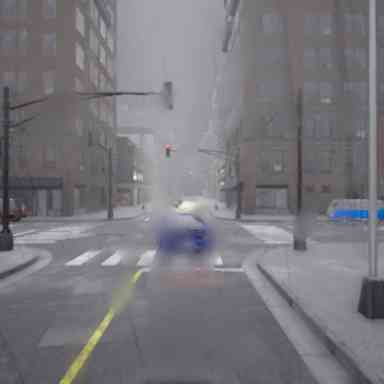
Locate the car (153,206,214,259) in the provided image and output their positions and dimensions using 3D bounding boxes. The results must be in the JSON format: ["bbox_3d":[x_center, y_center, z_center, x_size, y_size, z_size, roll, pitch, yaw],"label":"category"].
[{"bbox_3d":[-0.460,1.528,12.913,1.882,1.535,5.008,0,0,-8],"label":"car"}]

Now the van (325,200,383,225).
[{"bbox_3d":[12.052,1.453,24.540,3.998,1.788,1.690,0,0,0],"label":"van"}]

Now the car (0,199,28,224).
[{"bbox_3d":[-14.895,1.404,24.716,5.009,1.841,2.192,0,0,0],"label":"car"}]

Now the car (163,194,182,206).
[{"bbox_3d":[-3.083,1.563,49.517,2.097,1.767,4.553,0,0,0],"label":"car"}]
